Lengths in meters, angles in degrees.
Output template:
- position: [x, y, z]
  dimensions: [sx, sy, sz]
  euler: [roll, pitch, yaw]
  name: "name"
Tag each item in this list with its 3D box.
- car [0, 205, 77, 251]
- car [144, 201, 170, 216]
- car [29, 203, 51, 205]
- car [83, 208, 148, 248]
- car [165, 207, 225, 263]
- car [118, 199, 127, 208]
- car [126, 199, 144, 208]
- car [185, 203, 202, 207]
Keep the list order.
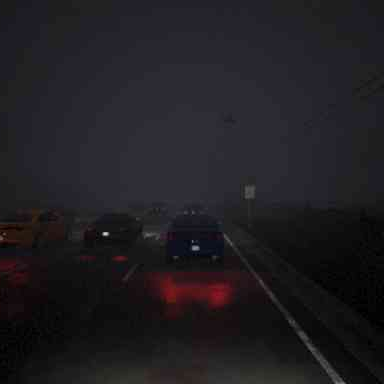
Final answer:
- position: [-6.898, 1.539, 14.492]
  dimensions: [1.882, 1.535, 5.008]
  euler: [0, 0, 0]
  name: "car"
- position: [-3.397, 1.695, 34.843]
  dimensions: [2.033, 1.411, 5.357]
  euler: [0, 0, 0]
  name: "car"
- position: [-10.397, 1.672, 25.507]
  dimensions: [1.994, 1.385, 4.181]
  euler: [0, 0, 0]
  name: "car"
- position: [-3.397, 1.628, 15.088]
  dimensions: [1.994, 1.385, 4.181]
  euler: [0, 0, 0]
  name: "car"
- position: [0.102, 1.530, 12.297]
  dimensions: [1.882, 1.535, 5.008]
  euler: [0, -1, 0]
  name: "car"
- position: [-10.394, 1.824, 53.004]
  dimensions: [1.895, 1.301, 4.718]
  euler: [0, 0, 0]
  name: "car"
- position: [-6.894, 1.708, 43.235]
  dimensions: [1.812, 1.442, 4.674]
  euler: [0, 0, 0]
  name: "car"
- position: [0.102, 1.668, 28.470]
  dimensions: [2.033, 1.411, 5.357]
  euler: [0, 0, 0]
  name: "car"
